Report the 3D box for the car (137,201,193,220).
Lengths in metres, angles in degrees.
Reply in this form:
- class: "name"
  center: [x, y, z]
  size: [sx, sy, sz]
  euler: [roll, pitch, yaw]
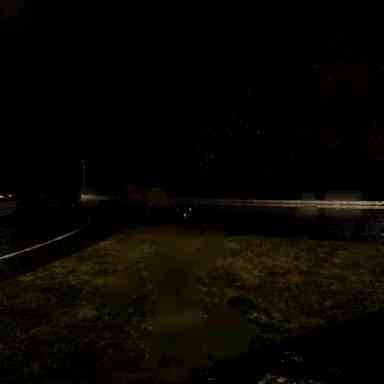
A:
- class: "car"
  center: [-2.206, 1.433, 26.775]
  size: [4.718, 1.301, 1.895]
  euler: [0, 0, 41]
